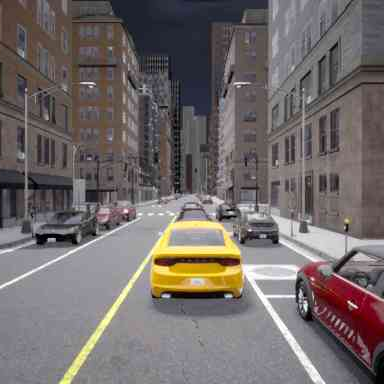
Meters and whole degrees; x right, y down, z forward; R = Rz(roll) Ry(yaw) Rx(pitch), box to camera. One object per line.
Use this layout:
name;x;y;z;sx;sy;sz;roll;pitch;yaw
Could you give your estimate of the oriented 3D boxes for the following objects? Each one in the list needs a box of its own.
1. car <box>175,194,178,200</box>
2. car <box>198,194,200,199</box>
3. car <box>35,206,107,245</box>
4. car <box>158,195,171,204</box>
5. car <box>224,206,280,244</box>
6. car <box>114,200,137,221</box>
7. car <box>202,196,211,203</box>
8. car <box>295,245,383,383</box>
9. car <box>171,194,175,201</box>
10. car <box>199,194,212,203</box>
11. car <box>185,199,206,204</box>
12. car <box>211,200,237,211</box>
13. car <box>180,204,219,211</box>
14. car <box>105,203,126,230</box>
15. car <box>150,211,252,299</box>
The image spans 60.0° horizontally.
car;-5.539;1.636;90.568;1.752;1.417;4.829;0;0;0
car;2.949;1.615;74.496;2.008;1.369;4.403;0;0;0
car;-5.661;1.567;15.590;1.947;1.339;4.313;0;0;0
car;-5.601;1.625;63.695;1.802;1.307;4.206;0;0;0
car;2.864;1.552;15.585;2.008;1.369;4.403;0;0;0
car;-5.656;1.443;26.593;1.967;1.590;4.097;0;0;0
car;2.936;1.579;69.257;1.752;1.417;4.829;0;0;0
car;2.858;1.440;4.582;1.967;1.590;4.097;0;0;0
car;-5.576;1.615;74.512;2.008;1.369;4.403;0;0;0
car;2.923;1.483;63.678;1.967;1.590;4.097;0;0;0
car;0.014;1.529;26.317;1.812;1.442;4.674;0;0;2
car;2.870;1.569;26.588;1.947;1.339;4.313;0;0;0
car;0.116;1.565;17.506;1.994;1.385;4.181;0;0;0
car;-5.658;1.584;21.091;1.802;1.307;4.206;0;0;0
car;0.099;1.478;8.512;1.882;1.535;5.008;0;0;0
